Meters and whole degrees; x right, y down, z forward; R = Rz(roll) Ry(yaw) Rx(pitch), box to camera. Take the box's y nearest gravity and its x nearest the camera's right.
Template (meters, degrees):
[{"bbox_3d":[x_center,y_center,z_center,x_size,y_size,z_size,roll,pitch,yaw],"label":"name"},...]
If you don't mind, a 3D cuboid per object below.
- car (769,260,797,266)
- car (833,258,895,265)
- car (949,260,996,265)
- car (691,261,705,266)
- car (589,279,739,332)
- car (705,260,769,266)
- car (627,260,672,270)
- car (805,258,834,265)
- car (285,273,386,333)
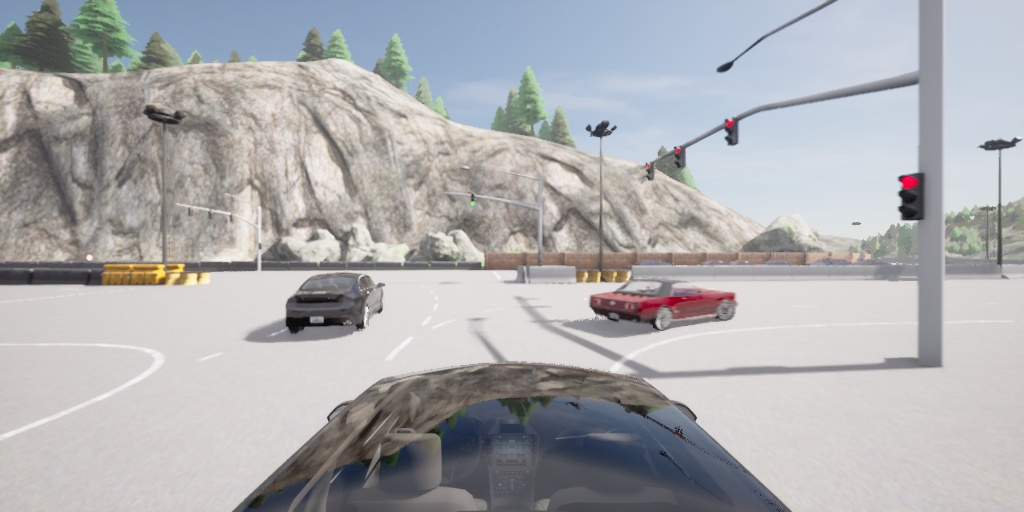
[{"bbox_3d":[33.954,1.214,46.339,5.357,1.411,2.033,0,0,-6],"label":"car"},{"bbox_3d":[35.764,1.167,36.069,5.008,1.535,1.882,0,0,-7],"label":"car"},{"bbox_3d":[50.654,1.217,39.086,4.674,1.442,1.812,-1,0,-16],"label":"car"},{"bbox_3d":[21.001,1.203,37.998,4.674,1.442,1.812,0,0,-6],"label":"car"},{"bbox_3d":[4.706,1.333,10.832,4.718,1.301,1.895,0,0,-30],"label":"car"},{"bbox_3d":[21.635,1.212,34.541,4.674,1.442,1.812,0,0,-6],"label":"car"},{"bbox_3d":[17.135,1.209,44.644,5.357,1.411,2.033,0,0,-6],"label":"car"},{"bbox_3d":[34.611,1.033,39.441,4.553,1.767,2.097,0,0,-7],"label":"car"},{"bbox_3d":[-5.090,1.238,10.849,1.837,1.490,4.892,0,0,-11],"label":"car"}]
